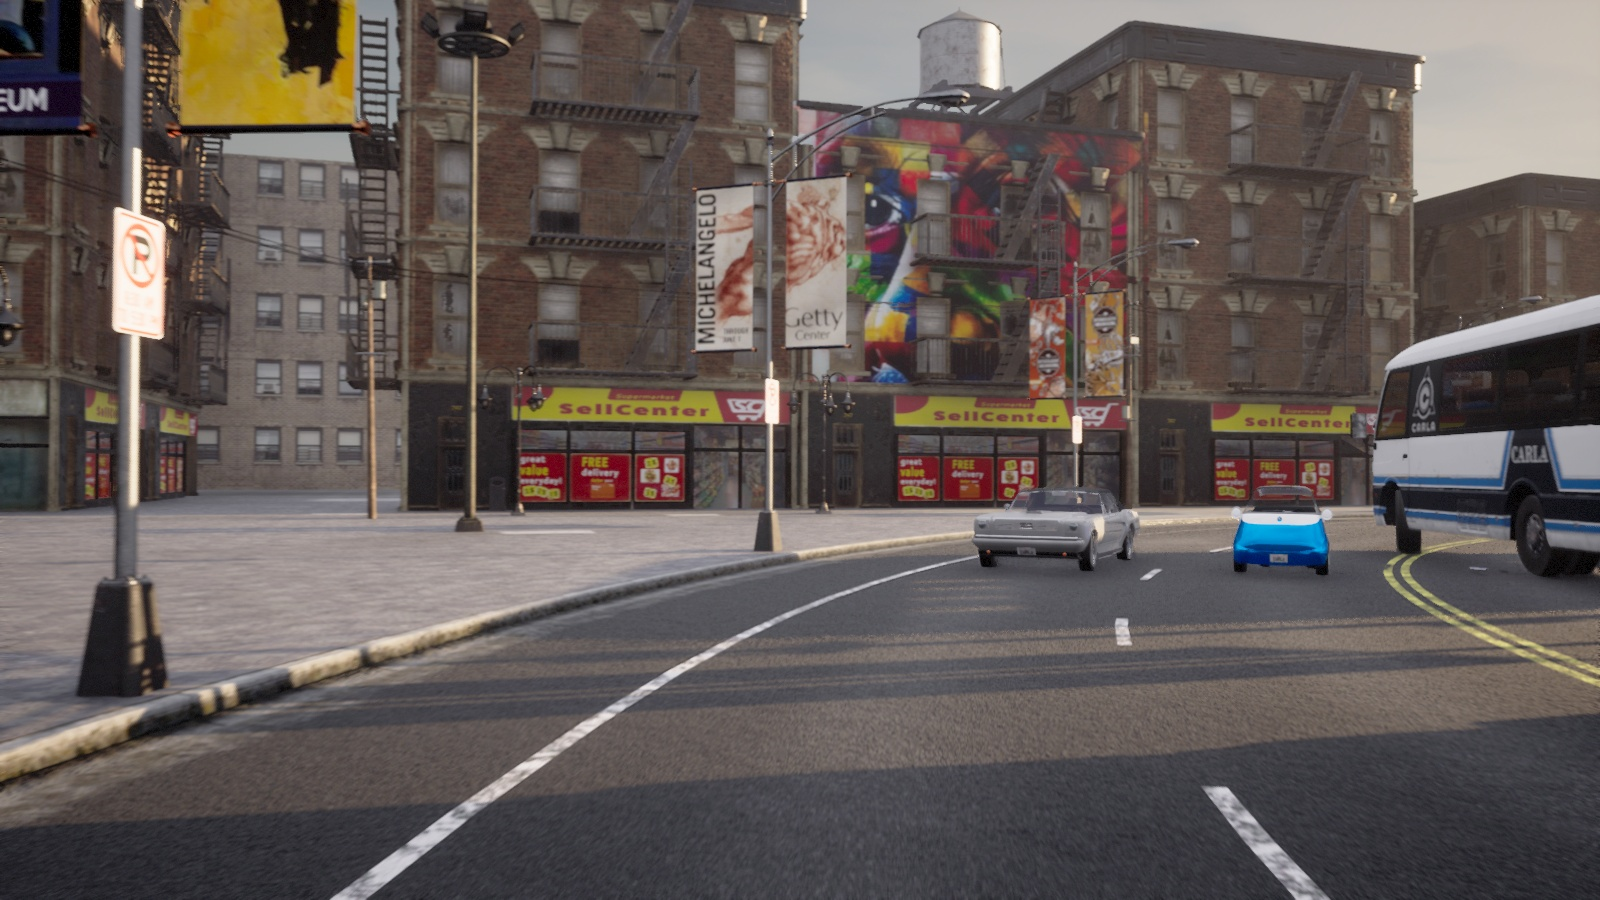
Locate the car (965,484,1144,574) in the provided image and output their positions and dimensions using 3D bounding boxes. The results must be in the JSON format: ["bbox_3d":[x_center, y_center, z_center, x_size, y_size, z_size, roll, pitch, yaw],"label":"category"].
[{"bbox_3d":[4.474,1.261,21.487,1.895,1.301,4.718,-1,-1,25],"label":"car"}]

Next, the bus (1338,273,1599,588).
[{"bbox_3d":[13.086,-0.237,21.884,3.944,4.253,10.273,-2,-1,7],"label":"bus"}]

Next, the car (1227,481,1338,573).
[{"bbox_3d":[7.735,1.181,20.051,1.481,1.376,2.207,-1,-1,25],"label":"car"}]
